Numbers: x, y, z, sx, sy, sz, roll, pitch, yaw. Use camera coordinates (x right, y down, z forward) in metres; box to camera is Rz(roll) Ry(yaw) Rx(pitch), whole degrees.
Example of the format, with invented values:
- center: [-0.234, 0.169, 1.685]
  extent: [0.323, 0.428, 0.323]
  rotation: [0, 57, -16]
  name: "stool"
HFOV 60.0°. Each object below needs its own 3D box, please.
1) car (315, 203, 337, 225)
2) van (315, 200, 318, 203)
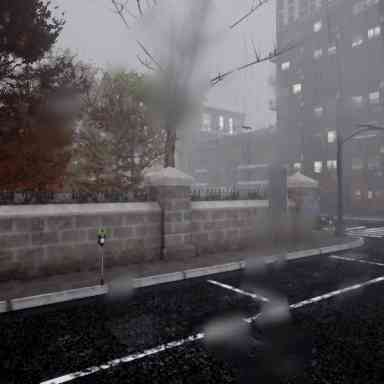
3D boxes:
- center: [8.281, 1.801, 25.766]
  extent: [2.033, 1.411, 5.357]
  rotation: [0, -1, -36]
  name: "car"
- center: [10.417, 1.646, 32.623]
  extent: [1.690, 1.788, 3.998]
  rotation: [-1, 0, -36]
  name: "van"
